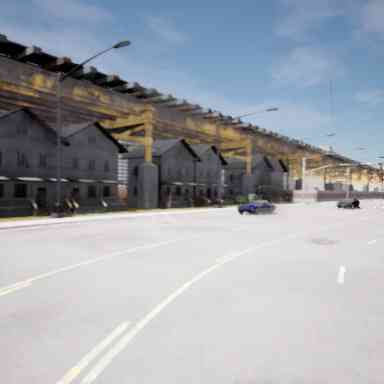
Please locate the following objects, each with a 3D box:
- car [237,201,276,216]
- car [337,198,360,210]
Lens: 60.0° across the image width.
[{"bbox_3d":[6.261,1.514,32.108,1.895,1.301,4.718,1,0,40],"label":"car"},{"bbox_3d":[20.798,1.483,44.073,1.882,1.535,5.008,1,0,40],"label":"car"}]
